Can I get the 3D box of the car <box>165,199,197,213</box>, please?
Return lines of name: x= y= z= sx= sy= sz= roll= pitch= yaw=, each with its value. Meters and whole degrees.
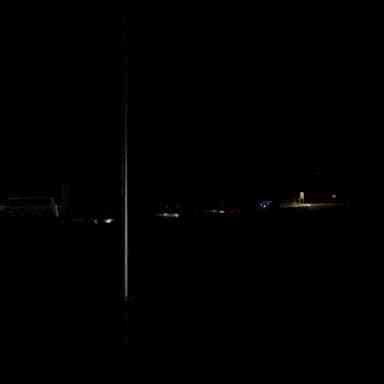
car: x=-1.282 y=1.698 z=41.424 sx=2.097 sy=1.767 sz=4.553 roll=-1 pitch=-1 yaw=35

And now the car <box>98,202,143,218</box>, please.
car: x=-7.064 y=1.730 z=33.105 sx=1.882 sy=1.535 sz=5.008 roll=-1 pitch=-1 yaw=35

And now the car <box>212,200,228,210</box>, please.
car: x=4.856 y=1.968 z=50.167 sx=1.812 sy=1.442 sz=4.674 roll=-1 pitch=-1 yaw=35

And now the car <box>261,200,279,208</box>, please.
car: x=13.485 y=2.113 z=57.666 sx=1.895 sy=1.301 sz=4.718 roll=-1 pitch=-1 yaw=35

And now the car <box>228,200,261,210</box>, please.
car: x=7.792 y=1.914 z=49.400 sx=2.128 sy=1.511 sz=4.902 roll=-1 pitch=-1 yaw=35

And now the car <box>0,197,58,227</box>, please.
car: x=-12.811 y=1.379 z=24.846 sx=2.150 sy=2.045 sz=5.566 roll=-1 pitch=-1 yaw=34
